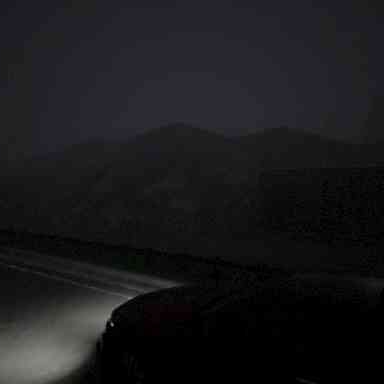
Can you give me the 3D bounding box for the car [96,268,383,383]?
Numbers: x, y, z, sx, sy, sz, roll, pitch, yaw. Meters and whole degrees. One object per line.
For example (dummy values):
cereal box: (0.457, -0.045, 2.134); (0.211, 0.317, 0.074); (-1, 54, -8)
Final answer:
car: (1.106, 1.520, 3.207); (4.674, 1.442, 1.812); (0, 0, 35)
